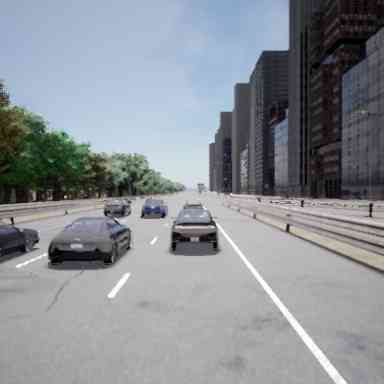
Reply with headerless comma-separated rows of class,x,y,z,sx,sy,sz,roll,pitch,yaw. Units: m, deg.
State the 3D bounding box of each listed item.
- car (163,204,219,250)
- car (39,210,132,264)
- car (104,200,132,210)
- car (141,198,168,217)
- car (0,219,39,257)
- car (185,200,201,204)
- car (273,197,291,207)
car,0.103,1.487,14.406,2.128,1.511,4.902,0,0,0
car,-3.395,1.560,11.799,1.994,1.385,4.181,0,0,0
car,-6.896,1.489,31.183,2.128,1.511,4.902,0,0,0
car,-3.394,1.350,30.946,2.097,1.767,4.553,0,0,0
car,-6.895,1.543,10.615,2.033,1.411,5.357,0,0,0
car,0.105,1.489,31.172,2.128,1.511,4.902,0,0,0
car,13.696,1.587,52.496,2.128,1.511,4.902,0,0,-17
